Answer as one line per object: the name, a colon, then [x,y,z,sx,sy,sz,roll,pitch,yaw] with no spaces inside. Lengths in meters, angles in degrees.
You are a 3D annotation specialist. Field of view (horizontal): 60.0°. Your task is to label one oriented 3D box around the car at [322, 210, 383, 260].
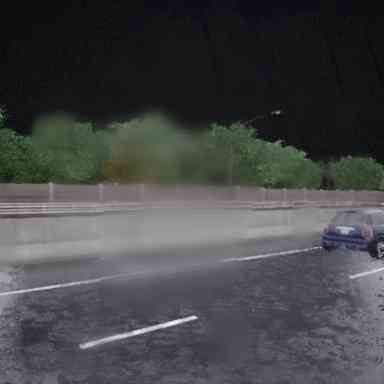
car: [7.306,1.495,13.341,4.553,1.767,2.097,1,-1,-35]
